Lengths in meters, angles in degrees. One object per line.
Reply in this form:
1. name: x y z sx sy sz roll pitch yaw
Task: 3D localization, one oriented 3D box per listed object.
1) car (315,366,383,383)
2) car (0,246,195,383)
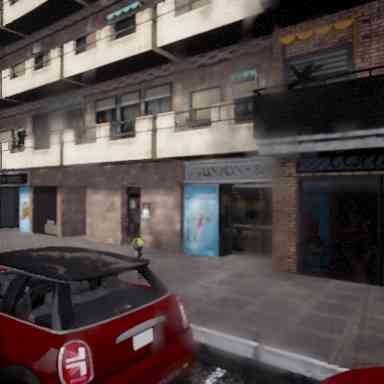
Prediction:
1. car: 2.534 1.546 1.067 4.507 1.381 1.887 0 0 35
2. car: -2.049 1.439 4.335 4.097 1.590 1.967 0 0 35
